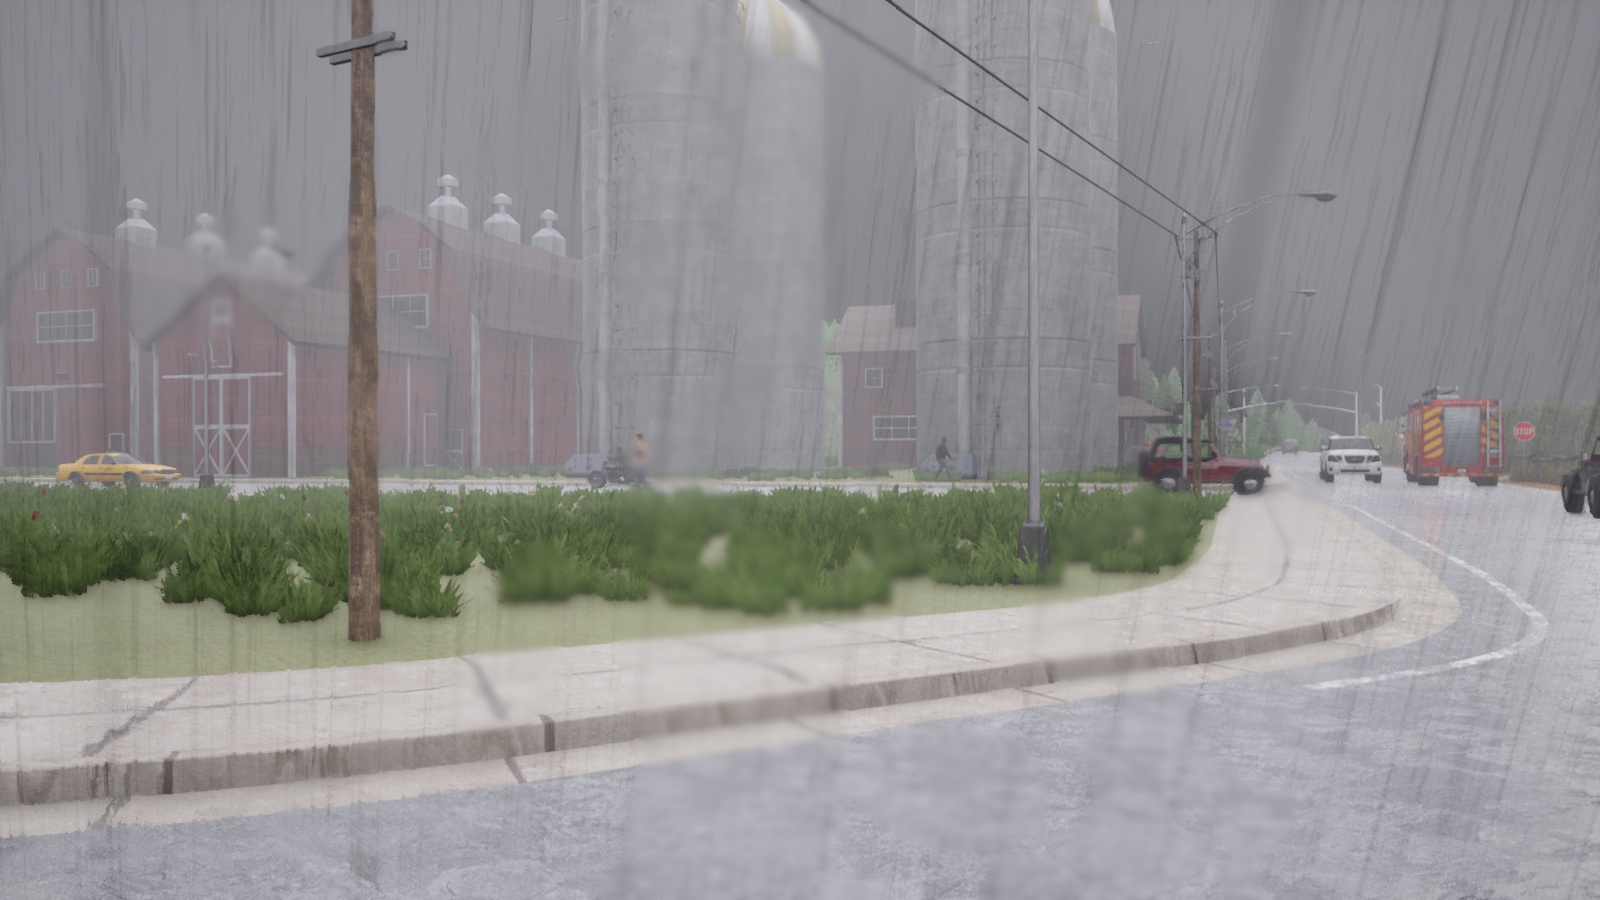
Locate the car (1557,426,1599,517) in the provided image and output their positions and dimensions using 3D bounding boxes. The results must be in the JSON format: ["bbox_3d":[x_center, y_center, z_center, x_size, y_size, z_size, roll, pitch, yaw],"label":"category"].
[{"bbox_3d":[18.073,0.437,27.387,1.905,1.878,3.866,0,0,19],"label":"car"}]

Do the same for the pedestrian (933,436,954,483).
[{"bbox_3d":[5.687,0.362,49.727,0.703,1.840,0.431,0,0,31],"label":"pedestrian"}]

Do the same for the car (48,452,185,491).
[{"bbox_3d":[-28.394,0.889,52.173,5.366,1.575,1.801,0,0,19],"label":"car"}]

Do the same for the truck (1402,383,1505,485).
[{"bbox_3d":[26.527,-0.610,51.319,2.891,3.827,8.468,0,0,22],"label":"truck"}]

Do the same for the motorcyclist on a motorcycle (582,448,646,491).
[{"bbox_3d":[-7.215,0.751,48.765,2.350,1.649,0.766,-1,0,19],"label":"motorcyclist on a motorcycle"}]

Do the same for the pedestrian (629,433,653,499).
[{"bbox_3d":[-4.499,0.451,35.502,0.594,1.836,0.345,0,0,6],"label":"pedestrian"}]

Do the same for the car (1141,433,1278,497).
[{"bbox_3d":[12.507,0.466,38.564,3.866,1.878,1.905,-1,0,16],"label":"car"}]

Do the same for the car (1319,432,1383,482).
[{"bbox_3d":[24.061,0.287,54.976,2.150,2.045,5.566,0,0,19],"label":"car"}]
